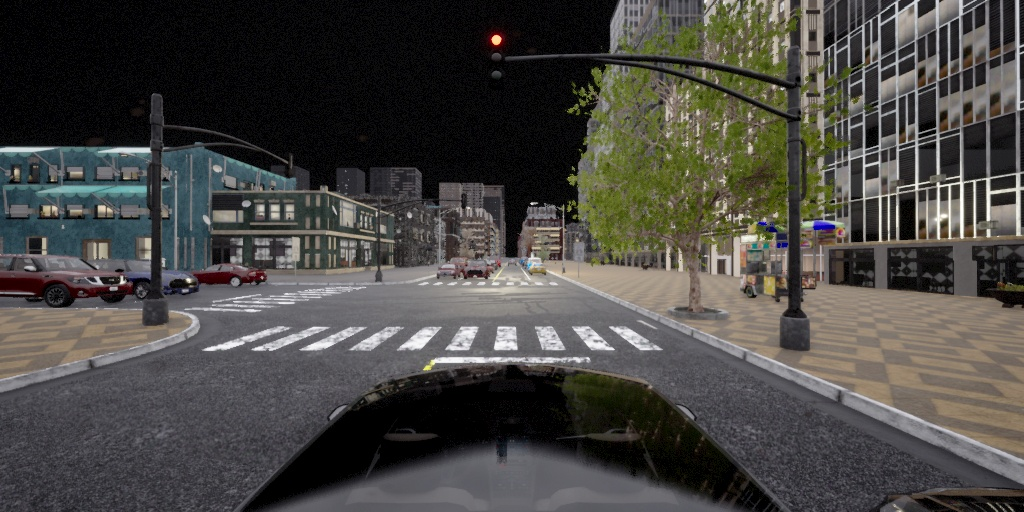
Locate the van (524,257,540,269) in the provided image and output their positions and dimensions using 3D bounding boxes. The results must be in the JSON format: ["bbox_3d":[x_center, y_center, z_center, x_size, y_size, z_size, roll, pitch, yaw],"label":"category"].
[{"bbox_3d":[2.715,1.096,43.604,1.690,1.789,3.998,0,0,0],"label":"van"}]

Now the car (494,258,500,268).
[{"bbox_3d":[-3.062,1.282,52.197,1.812,1.442,4.674,0,0,0],"label":"car"}]

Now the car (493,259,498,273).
[{"bbox_3d":[-3.077,1.319,42.115,1.994,1.385,4.181,0,0,0],"label":"car"}]

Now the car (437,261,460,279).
[{"bbox_3d":[-5.672,1.335,32.504,1.802,1.307,4.207,0,0,0],"label":"car"}]

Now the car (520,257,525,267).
[{"bbox_3d":[2.720,1.307,54.706,2.007,1.370,4.403,0,0,0],"label":"car"}]

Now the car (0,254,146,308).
[{"bbox_3d":[-17.151,0.850,13.122,5.009,1.841,2.192,0,0,-1],"label":"car"}]

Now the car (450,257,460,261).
[{"bbox_3d":[-5.669,1.069,38.055,2.192,1.841,5.009,0,0,0],"label":"car"}]

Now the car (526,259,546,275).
[{"bbox_3d":[2.711,1.279,38.223,1.751,1.417,4.829,0,0,0],"label":"car"}]

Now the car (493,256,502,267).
[{"bbox_3d":[-3.013,0.980,62.790,2.150,2.045,5.566,0,0,1],"label":"car"}]

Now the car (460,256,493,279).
[{"bbox_3d":[-3.082,1.105,32.201,2.097,1.767,4.553,0,0,0],"label":"car"}]

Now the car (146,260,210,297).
[{"bbox_3d":[-16.530,0.909,15.701,4.553,1.767,2.097,1,0,0],"label":"car"}]

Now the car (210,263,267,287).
[{"bbox_3d":[-17.265,1.122,21.502,4.507,1.381,1.888,0,0,-1],"label":"car"}]
